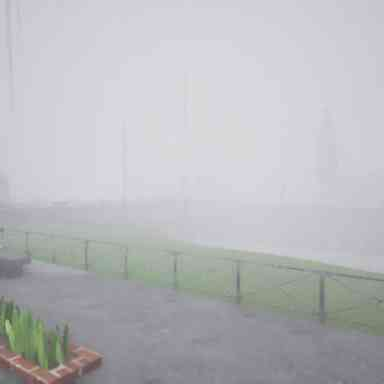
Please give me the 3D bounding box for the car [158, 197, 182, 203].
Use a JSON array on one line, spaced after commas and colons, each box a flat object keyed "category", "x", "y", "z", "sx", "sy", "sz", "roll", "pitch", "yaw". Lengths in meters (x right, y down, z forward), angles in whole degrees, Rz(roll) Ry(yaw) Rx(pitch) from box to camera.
[{"category": "car", "x": -3.891, "y": 1.549, "z": 59.302, "sx": 1.895, "sy": 1.301, "sz": 4.718, "roll": 0, "pitch": 0, "yaw": 36}]
